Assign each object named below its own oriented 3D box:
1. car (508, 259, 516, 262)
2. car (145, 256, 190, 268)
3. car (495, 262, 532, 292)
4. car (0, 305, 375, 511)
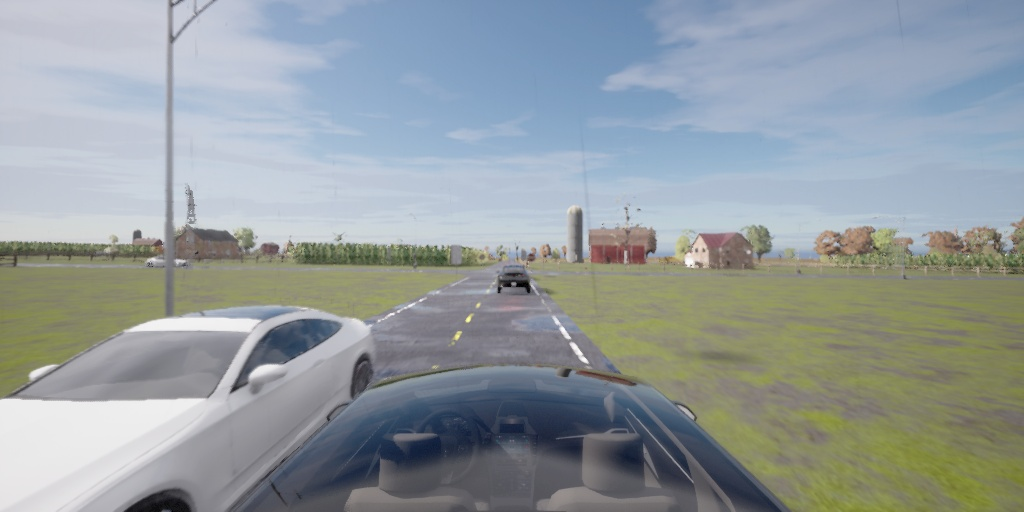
[{"bbox_3d":[0.058,1.277,32.546,1.882,1.535,5.008,0,0,-1],"label":"car"},{"bbox_3d":[-43.399,0.744,45.191,4.674,1.442,1.812,1,0,0],"label":"car"},{"bbox_3d":[0.097,1.279,21.237,1.837,1.490,4.892,0,-1,0],"label":"car"},{"bbox_3d":[-2.852,1.278,3.426,1.812,1.442,4.674,0,0,0],"label":"car"}]
